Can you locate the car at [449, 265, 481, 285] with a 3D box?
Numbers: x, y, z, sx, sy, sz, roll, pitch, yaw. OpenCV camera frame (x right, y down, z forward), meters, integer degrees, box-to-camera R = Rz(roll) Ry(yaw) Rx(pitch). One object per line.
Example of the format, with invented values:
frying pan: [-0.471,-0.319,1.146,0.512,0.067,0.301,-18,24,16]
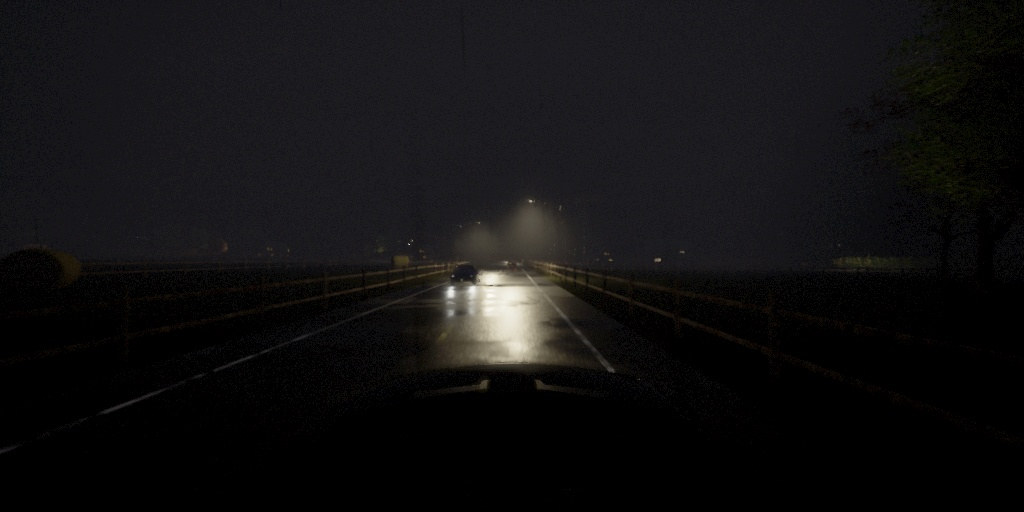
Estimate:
car: [-3.503,1.399,27.429,1.812,1.442,4.674,0,0,0]
